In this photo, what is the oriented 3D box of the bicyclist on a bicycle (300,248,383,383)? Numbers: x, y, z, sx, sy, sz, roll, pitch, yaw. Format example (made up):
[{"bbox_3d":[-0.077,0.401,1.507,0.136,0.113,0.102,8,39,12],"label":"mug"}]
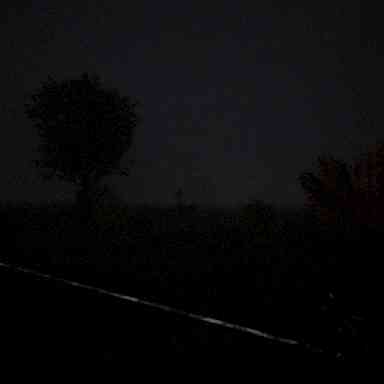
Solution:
[{"bbox_3d":[1.999,1.451,3.630,1.656,1.620,0.582,0,0,35],"label":"bicyclist on a bicycle"}]
